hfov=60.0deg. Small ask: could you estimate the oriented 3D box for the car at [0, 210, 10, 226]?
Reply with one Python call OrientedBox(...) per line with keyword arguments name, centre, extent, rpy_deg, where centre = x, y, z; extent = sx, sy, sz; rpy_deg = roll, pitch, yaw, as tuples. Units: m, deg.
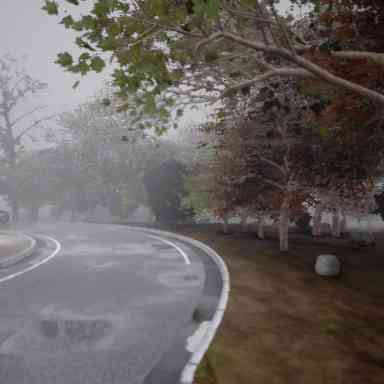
OrientedBox(name="car", centre=(-16.853, 1.946, 26.053), extent=(4.902, 1.511, 2.128), rpy_deg=(0, -1, 10))
